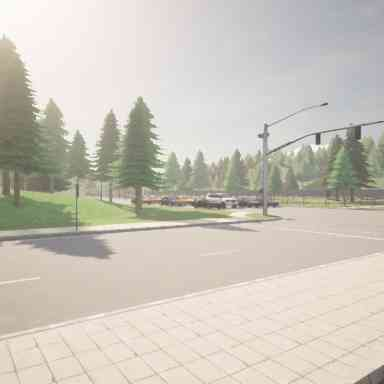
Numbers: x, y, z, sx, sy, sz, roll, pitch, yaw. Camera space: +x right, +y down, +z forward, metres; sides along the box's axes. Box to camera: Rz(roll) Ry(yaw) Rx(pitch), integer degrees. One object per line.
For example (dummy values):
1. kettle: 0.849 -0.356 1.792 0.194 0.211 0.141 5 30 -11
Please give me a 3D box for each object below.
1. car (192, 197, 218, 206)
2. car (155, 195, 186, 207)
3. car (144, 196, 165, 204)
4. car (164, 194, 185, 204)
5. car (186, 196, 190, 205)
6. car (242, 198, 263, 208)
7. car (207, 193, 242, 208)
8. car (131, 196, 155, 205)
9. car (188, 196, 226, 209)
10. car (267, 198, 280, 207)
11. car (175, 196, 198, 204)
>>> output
1. car: 2.167 1.601 56.149 1.895 1.301 4.718 0 0 -35
2. car: -3.424 1.505 51.919 1.837 1.490 4.892 0 0 -35
3. car: -7.156 1.478 63.376 1.882 1.535 5.008 0 0 -35
4. car: -3.404 1.352 64.131 2.097 1.767 4.553 0 0 -35
5. car: -1.492 1.478 55.262 1.882 1.535 5.008 0 0 -35
6. car: 7.677 1.547 48.301 2.033 1.411 5.357 0 0 -35
7. car: 4.118 1.221 47.285 2.150 2.045 5.566 0 0 -34
8. car: -9.290 1.547 60.302 2.033 1.411 5.357 0 0 -36
9. car: 1.931 1.601 44.296 1.895 1.301 4.718 0 0 -35
10. car: 10.604 1.547 50.230 2.033 1.411 5.357 0 0 -35
11. car: -1.143 1.547 67.047 2.033 1.411 5.357 0 0 -34
